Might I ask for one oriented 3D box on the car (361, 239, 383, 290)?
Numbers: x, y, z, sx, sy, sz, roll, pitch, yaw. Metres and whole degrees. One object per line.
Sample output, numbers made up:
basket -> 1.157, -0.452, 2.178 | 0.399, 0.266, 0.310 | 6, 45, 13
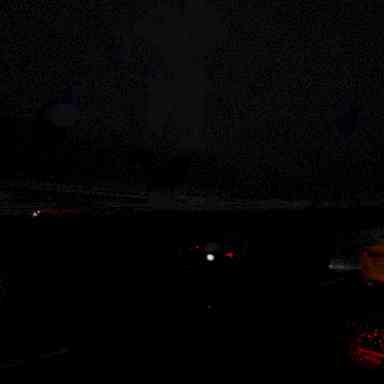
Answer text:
car -> 6.136, 1.579, 8.124 | 5.008, 1.535, 1.882 | 1, 0, -35

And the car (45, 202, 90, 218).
car -> -6.285, 1.579, 21.005 | 4.892, 1.490, 1.837 | 1, 0, -35

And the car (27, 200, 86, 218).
car -> -9.043, 1.417, 23.337 | 4.553, 1.767, 2.097 | 1, 0, -35

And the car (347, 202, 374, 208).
car -> 23.707, 2.064, 46.678 | 4.718, 1.301, 1.895 | 1, 0, -35

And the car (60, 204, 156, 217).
car -> -4.255, 1.565, 18.153 | 4.902, 1.511, 2.128 | 1, 0, -35

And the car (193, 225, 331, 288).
car -> 2.088, 1.640, 9.535 | 4.181, 1.385, 1.994 | 1, 0, -36

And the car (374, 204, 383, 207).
car -> 26.873, 1.982, 44.638 | 4.892, 1.490, 1.837 | 1, 0, -35
